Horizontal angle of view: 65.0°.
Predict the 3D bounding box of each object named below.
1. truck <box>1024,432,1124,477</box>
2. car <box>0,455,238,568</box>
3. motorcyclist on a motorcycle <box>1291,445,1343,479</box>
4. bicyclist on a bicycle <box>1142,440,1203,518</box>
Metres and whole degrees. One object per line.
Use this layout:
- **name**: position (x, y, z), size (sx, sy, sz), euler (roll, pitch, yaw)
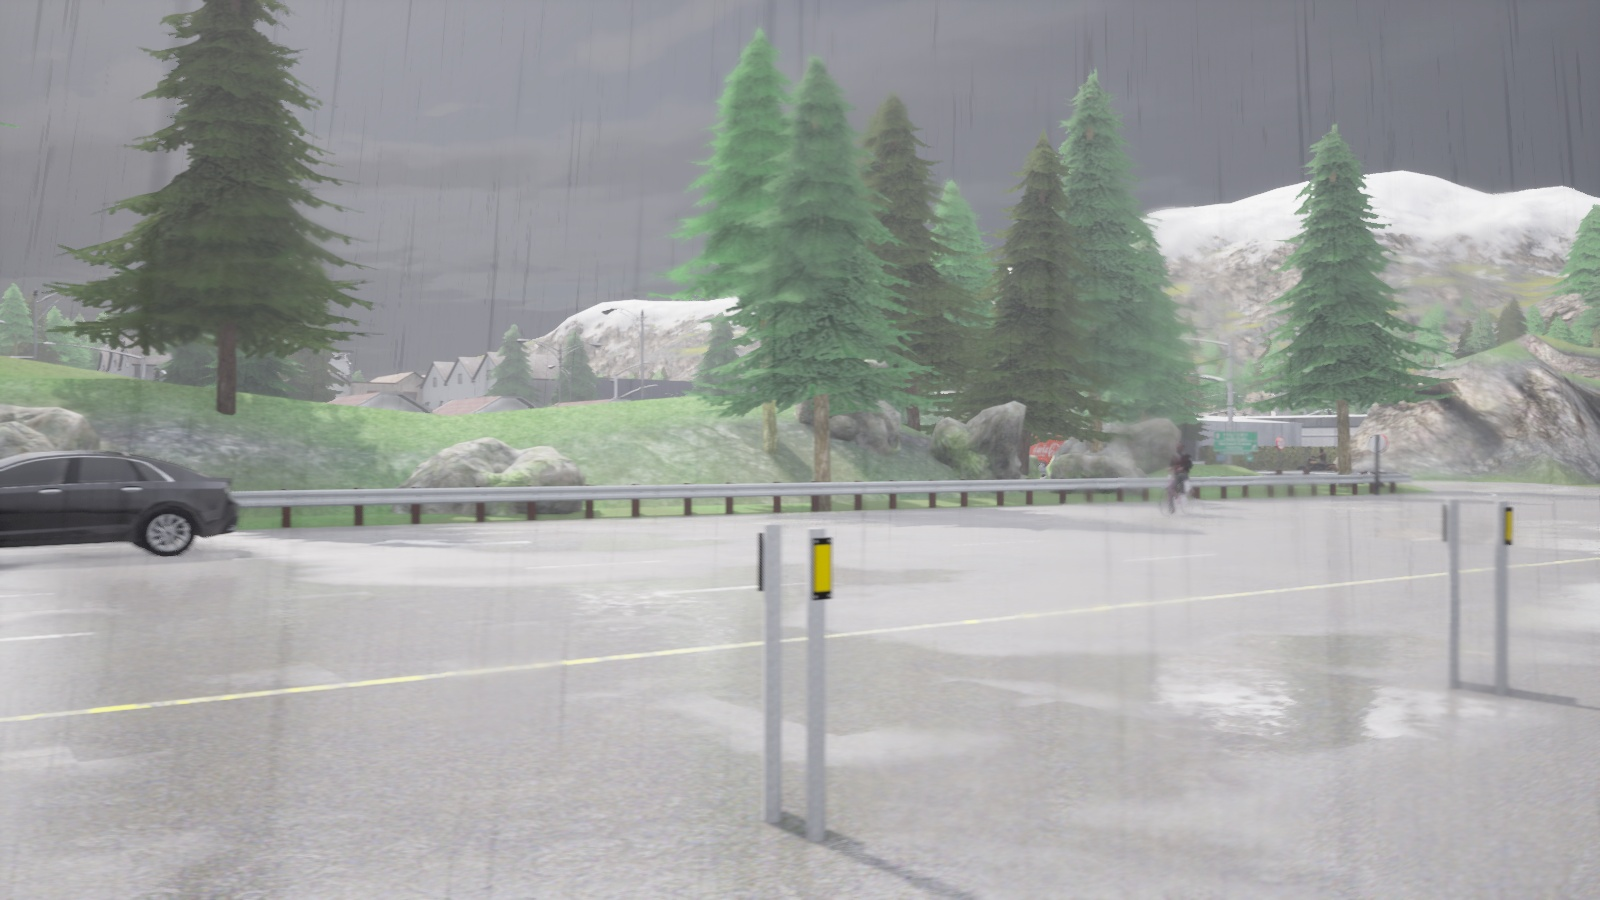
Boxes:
- **truck**: position (15.574, 0.278, 71.675), size (2.627, 2.467, 5.204), euler (1, -1, -35)
- **car**: position (-10.677, 0.815, 17.550), size (4.892, 1.490, 1.837), euler (0, 0, -35)
- **motorcyclist on a motorcycle**: position (25.937, 0.598, 63.016), size (0.766, 1.649, 2.350), euler (0, 0, -35)
- **bicyclist on a bicycle**: position (8.822, 0.669, 29.681), size (0.659, 1.776, 1.843), euler (0, 0, 42)
